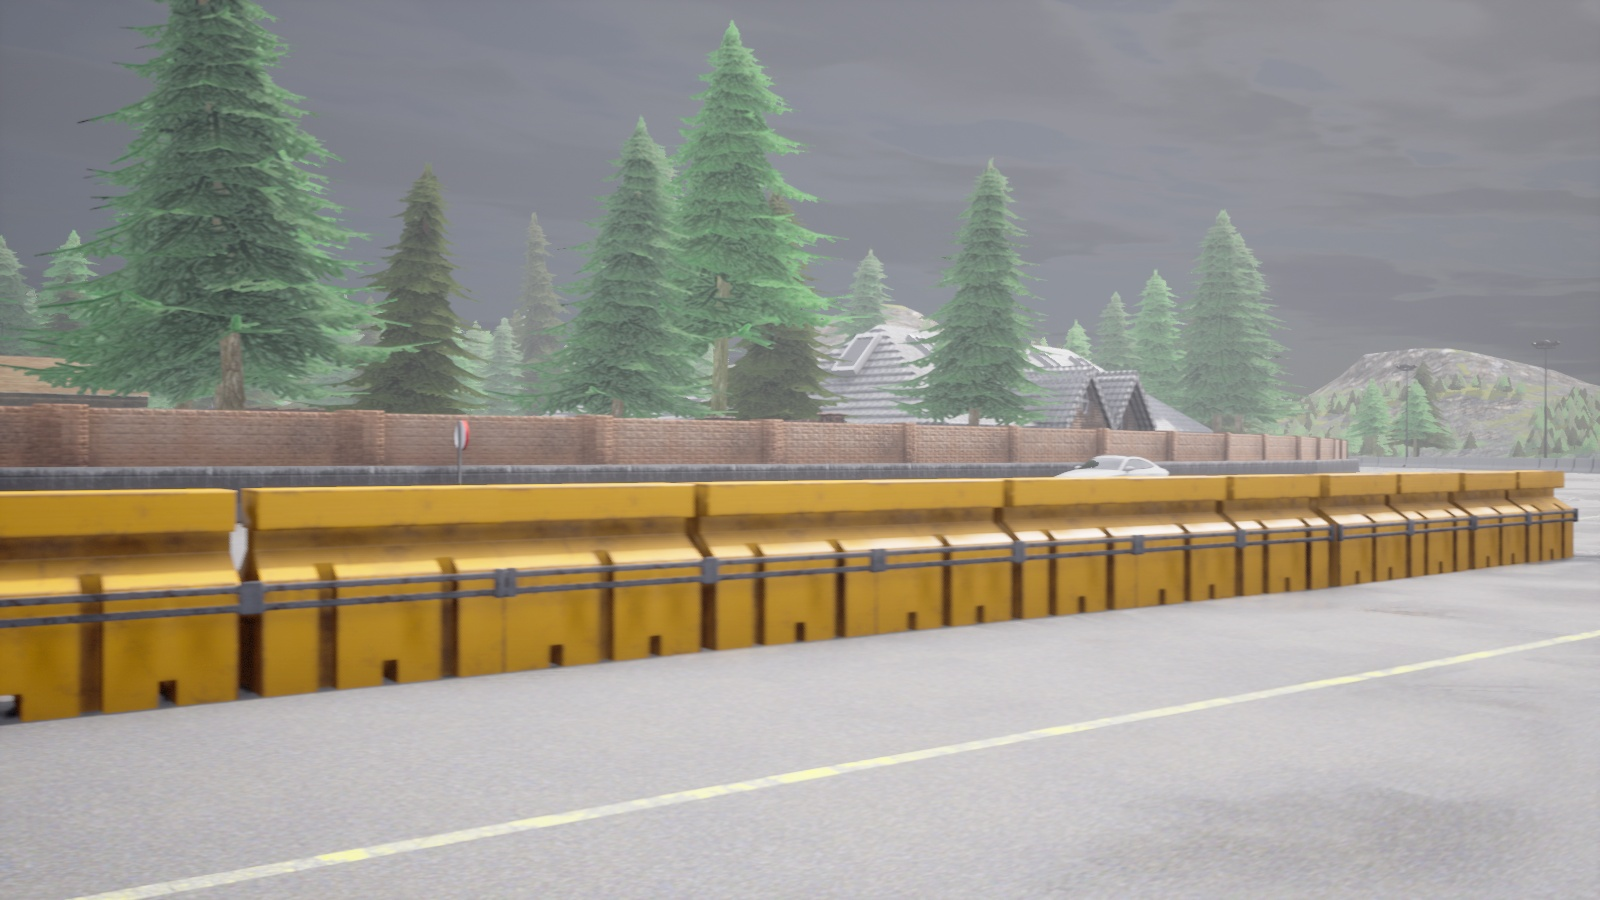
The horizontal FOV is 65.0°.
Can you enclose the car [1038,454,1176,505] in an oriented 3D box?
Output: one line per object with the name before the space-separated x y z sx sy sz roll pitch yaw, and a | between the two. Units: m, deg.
car | 9.276 0.843 37.733 4.674 1.442 1.812 0 0 -44
